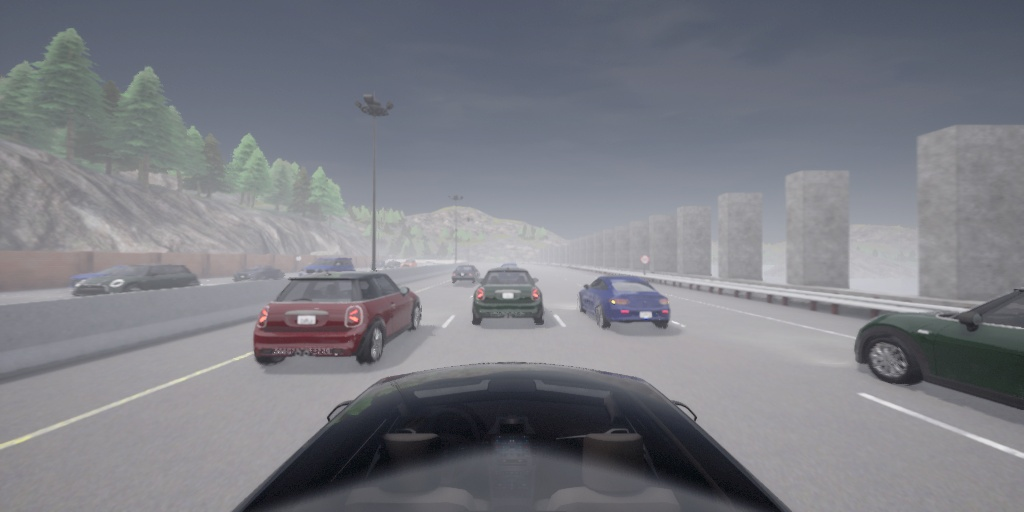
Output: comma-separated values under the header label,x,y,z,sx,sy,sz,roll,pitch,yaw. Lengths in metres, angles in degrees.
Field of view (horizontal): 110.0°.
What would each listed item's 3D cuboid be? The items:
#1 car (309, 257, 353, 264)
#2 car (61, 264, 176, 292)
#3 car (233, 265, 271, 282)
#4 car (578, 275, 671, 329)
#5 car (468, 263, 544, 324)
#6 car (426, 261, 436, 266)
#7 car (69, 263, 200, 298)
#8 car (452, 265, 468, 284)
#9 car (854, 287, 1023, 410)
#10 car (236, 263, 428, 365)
label,x,y,z,sx,sy,sz,roll,pitch,yaw
car,-14.393,1.112,28.280,2.150,2.045,5.566,0,-1,0
car,-24.913,1.329,23.064,1.882,1.535,5.008,0,-1,0
car,-21.373,1.460,30.452,1.994,1.385,4.181,0,0,0
car,3.369,1.333,11.412,1.812,1.442,4.674,0,0,-1
car,-0.143,1.161,12.318,2.097,1.767,4.553,0,0,-1
car,-14.405,1.611,62.640,1.812,1.442,4.674,0,0,-1
car,-17.893,1.176,17.394,2.097,1.767,4.553,0,0,0
car,-3.685,1.451,29.291,2.033,1.411,5.357,0,0,0
car,6.984,1.121,4.280,2.097,1.767,4.553,0,0,-1
car,-3.586,1.136,8.318,2.097,1.767,4.553,0,0,-1
